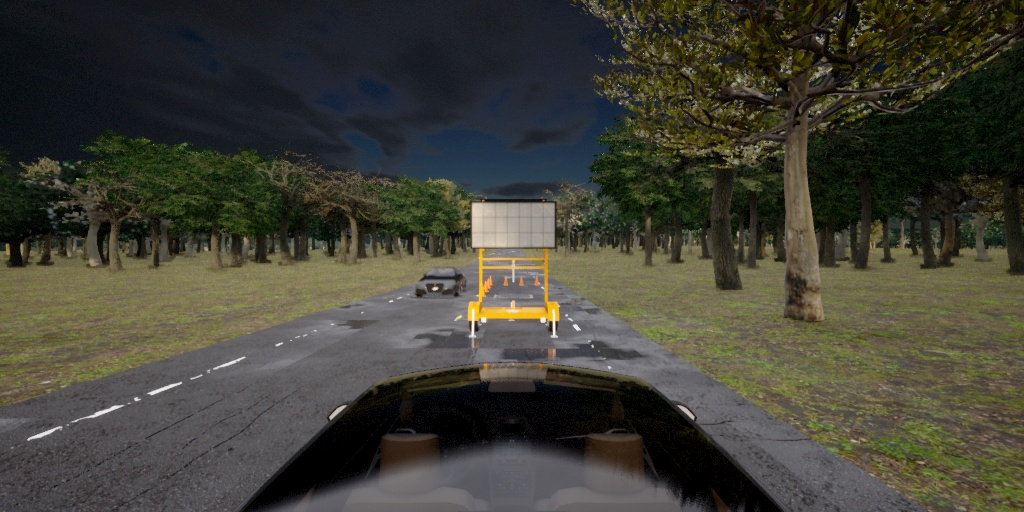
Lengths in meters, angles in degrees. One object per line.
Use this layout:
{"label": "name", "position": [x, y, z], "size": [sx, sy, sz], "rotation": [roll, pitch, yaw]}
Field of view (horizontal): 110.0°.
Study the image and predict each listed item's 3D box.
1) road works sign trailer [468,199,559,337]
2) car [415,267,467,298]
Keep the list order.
{"label": "road works sign trailer", "position": [0.042, 0.198, 10.177], "size": [2.380, 3.560, 2.880], "rotation": [0, 0, 0]}
{"label": "car", "position": [-3.426, 1.248, 17.940], "size": [1.994, 1.385, 4.181], "rotation": [0, 0, 0]}
